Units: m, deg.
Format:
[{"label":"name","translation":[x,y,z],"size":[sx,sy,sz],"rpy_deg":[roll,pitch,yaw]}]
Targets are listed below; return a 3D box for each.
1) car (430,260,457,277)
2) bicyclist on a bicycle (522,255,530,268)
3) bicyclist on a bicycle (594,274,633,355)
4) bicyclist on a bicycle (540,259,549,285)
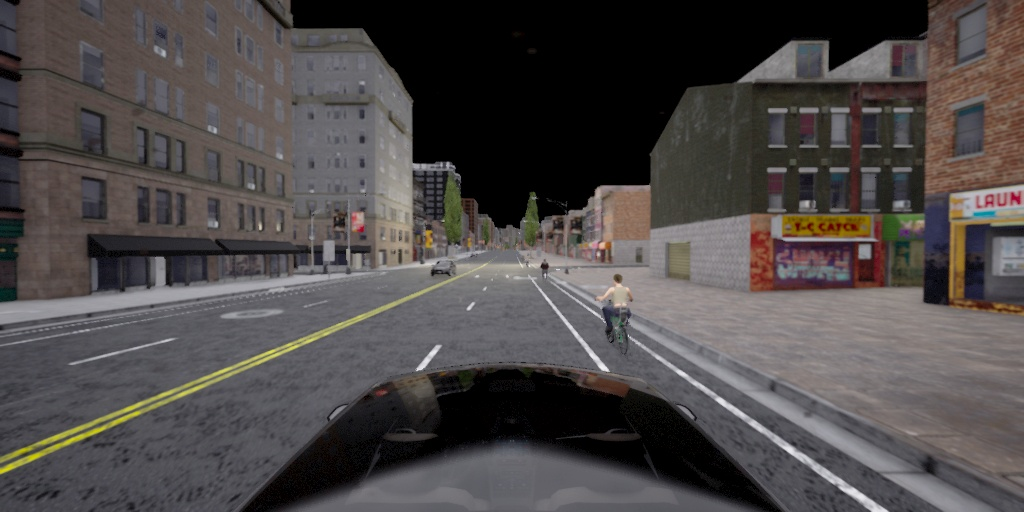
[{"label":"car","translation":[-6.490,1.185,34.375],"size":[1.837,1.490,4.892],"rpy_deg":[0,0,0]},{"label":"bicyclist on a bicycle","translation":[2.275,0.945,53.346],"size":[0.866,1.612,1.509],"rpy_deg":[0,1,0]},{"label":"bicyclist on a bicycle","translation":[2.237,1.182,7.683],"size":[0.866,1.612,1.509],"rpy_deg":[0,0,0]},{"label":"bicyclist on a bicycle","translation":[2.258,1.066,24.861],"size":[0.659,1.776,1.843],"rpy_deg":[0,0,0]}]
